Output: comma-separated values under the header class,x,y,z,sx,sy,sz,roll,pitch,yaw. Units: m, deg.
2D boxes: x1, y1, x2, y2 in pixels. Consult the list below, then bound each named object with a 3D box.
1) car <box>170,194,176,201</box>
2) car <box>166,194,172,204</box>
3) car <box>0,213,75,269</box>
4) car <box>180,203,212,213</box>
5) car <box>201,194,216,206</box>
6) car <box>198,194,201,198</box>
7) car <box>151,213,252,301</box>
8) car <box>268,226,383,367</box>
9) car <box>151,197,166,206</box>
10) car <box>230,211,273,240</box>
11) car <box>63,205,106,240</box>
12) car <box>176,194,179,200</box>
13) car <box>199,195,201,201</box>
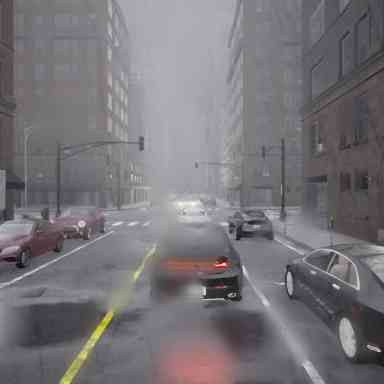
class,x,y,z,sx,sy,sz,roll,pitch,yaw
car,-5.582,1.625,80.613,1.752,1.417,4.829,0,0,0
car,-5.612,1.606,64.557,2.008,1.369,4.403,0,0,0
car,-5.670,1.582,11.136,1.802,1.307,4.206,0,0,0
car,0.083,1.526,17.449,1.812,1.442,4.674,0,0,-1
car,2.892,1.475,53.727,1.967,1.590,4.097,0,0,0
car,2.932,1.523,75.362,1.967,1.590,4.097,0,0,0
car,0.098,1.505,8.301,1.837,1.490,4.892,0,0,0
car,2.856,1.550,5.634,2.008,1.369,4.403,0,0,0
car,-5.632,1.617,53.740,1.802,1.307,4.206,0,0,0
car,2.856,1.566,16.636,1.947,1.339,4.313,0,0,0
car,-5.669,1.440,16.637,1.967,1.590,4.097,0,0,0
car,-5.563,1.456,91.600,2.192,1.841,5.009,0,0,0
car,2.913,1.606,64.544,2.008,1.369,4.403,0,0,0
